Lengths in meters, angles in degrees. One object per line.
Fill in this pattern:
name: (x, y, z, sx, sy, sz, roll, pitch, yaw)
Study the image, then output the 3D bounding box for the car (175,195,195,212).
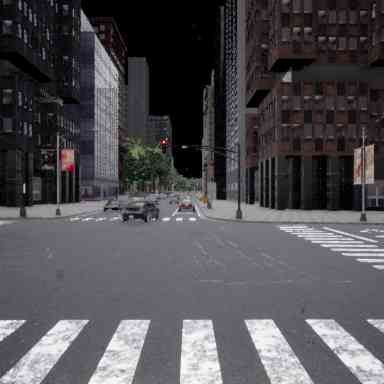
car: (-0.600, 1.448, 38.995, 1.967, 1.590, 4.097, 0, 0, 0)

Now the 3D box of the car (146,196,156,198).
car: (-6.506, 1.587, 45.378, 1.994, 1.385, 4.181, 0, 0, -1)

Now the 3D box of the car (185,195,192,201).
car: (-0.905, 1.574, 87.819, 1.967, 1.590, 4.097, 0, 0, 0)

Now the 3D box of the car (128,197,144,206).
car: (-9.225, 1.570, 55.051, 1.752, 1.417, 4.829, 0, 0, 0)

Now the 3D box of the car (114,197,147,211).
car: (-6.446, 1.548, 35.423, 2.033, 1.411, 5.357, 0, 0, -1)

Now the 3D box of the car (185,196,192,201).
car: (-0.940, 1.696, 93.243, 1.887, 1.381, 4.507, 0, 0, 0)

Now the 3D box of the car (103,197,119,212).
car: (-9.124, 1.574, 38.944, 1.947, 1.339, 4.313, 0, 0, 0)

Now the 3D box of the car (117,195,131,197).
car: (-9.159, 1.335, 44.370, 2.192, 1.841, 5.009, 0, 0, 0)

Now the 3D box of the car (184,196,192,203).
car: (-0.804, 1.613, 71.714, 1.752, 1.417, 4.829, 0, 0, 0)

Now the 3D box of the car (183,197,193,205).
car: (-0.735, 1.603, 60.694, 1.887, 1.381, 4.507, 0, 0, 0)

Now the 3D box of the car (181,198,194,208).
car: (-0.667, 1.615, 49.844, 1.802, 1.307, 4.206, 0, 0, 0)

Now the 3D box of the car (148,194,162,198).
car: (-6.549, 1.551, 55.571, 1.837, 1.490, 4.892, 0, 0, 0)

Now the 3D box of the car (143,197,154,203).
car: (-9.328, 1.669, 71.499, 1.802, 1.307, 4.206, 0, 0, 0)

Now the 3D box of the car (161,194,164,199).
car: (-9.431, 1.449, 87.777, 2.192, 1.841, 5.009, 0, 0, 0)

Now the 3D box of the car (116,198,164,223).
car: (-3.827, 1.478, 25.618, 1.837, 1.490, 4.892, 1, 0, 10)

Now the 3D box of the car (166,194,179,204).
car: (-3.436, 1.618, 65.332, 2.033, 1.411, 5.357, 0, 0, 0)

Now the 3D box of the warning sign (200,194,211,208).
warning sign: (1.689, 1.132, 42.679, 1.300, 1.860, 1.060, 0, 0, 0)

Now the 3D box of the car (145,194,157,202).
car: (-9.363, 1.417, 76.926, 2.192, 1.841, 5.009, 0, 0, 0)
